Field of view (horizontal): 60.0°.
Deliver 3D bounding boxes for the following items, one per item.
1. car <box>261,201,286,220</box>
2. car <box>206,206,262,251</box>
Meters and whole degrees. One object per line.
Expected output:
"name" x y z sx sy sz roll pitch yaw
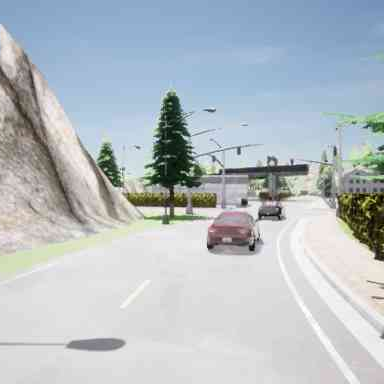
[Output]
"car" 6.742 1.494 27.980 2.128 1.511 4.902 0 0 21
"car" 1.820 1.532 14.027 1.812 1.442 4.674 0 0 14
